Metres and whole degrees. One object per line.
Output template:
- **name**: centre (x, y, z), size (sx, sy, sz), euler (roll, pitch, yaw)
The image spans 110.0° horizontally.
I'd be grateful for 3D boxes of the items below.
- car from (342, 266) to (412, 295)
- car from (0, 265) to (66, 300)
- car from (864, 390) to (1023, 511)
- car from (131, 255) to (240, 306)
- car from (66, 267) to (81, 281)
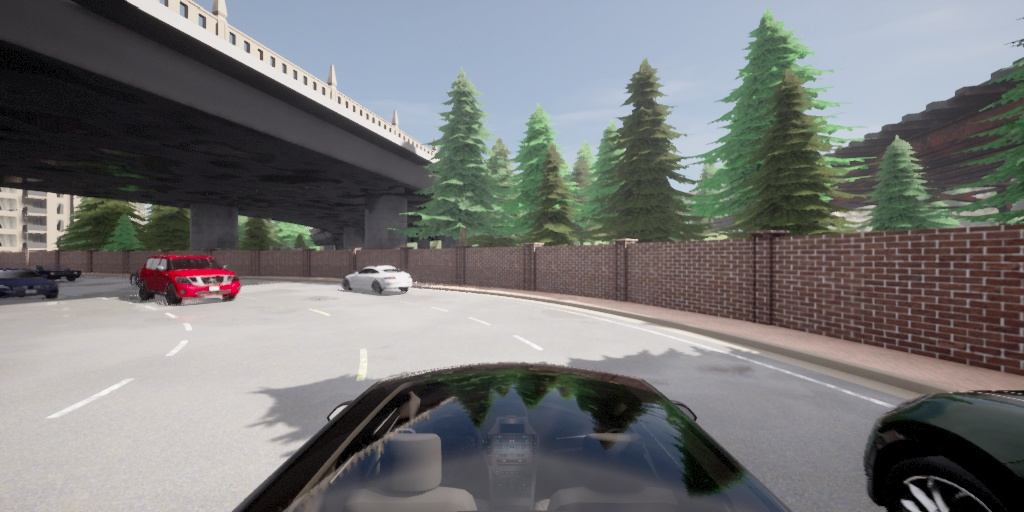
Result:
- **car**: centre (-7.514, 1.273, 19.955), size (4.674, 1.442, 1.812), euler (0, 0, 36)
- **car**: centre (-22.787, 1.274, 16.228), size (4.674, 1.442, 1.812), euler (0, 0, 21)
- **car**: centre (3.561, 1.101, 0.705), size (2.097, 1.767, 4.553), euler (0, 0, 3)
- **car**: centre (-14.414, 0.970, 15.936), size (5.566, 2.045, 2.150), euler (0, 0, 31)
- **car**: centre (-36.179, 1.348, 27.751), size (4.718, 1.301, 1.895), euler (0, 0, 14)
